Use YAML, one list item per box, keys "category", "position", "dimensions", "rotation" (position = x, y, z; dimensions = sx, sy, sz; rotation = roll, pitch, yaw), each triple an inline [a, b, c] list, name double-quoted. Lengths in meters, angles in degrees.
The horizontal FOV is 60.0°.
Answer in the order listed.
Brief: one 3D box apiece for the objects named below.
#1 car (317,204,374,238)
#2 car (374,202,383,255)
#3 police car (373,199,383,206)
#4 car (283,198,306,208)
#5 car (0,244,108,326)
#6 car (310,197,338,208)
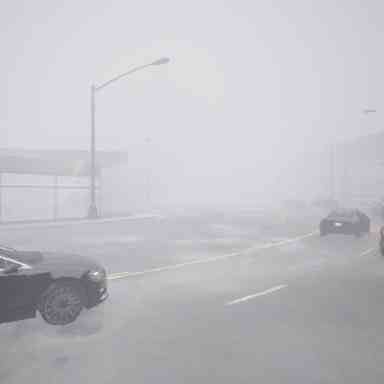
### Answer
- category: "car"
  position: [8.290, 1.564, 17.916]
  dimensions: [1.994, 1.385, 4.181]
  rotation: [0, 0, 35]
- category: "car"
  position: [8.624, 1.352, 12.528]
  dimensions: [2.097, 1.767, 4.553]
  rotation: [0, 0, 40]
- category: "police car"
  position: [16.894, 1.425, 28.708]
  dimensions: [1.930, 1.638, 5.238]
  rotation: [0, 0, 17]
- category: "car"
  position: [14.510, 1.563, 47.491]
  dimensions: [1.994, 1.385, 4.181]
  rotation: [0, 0, -7]
- category: "car"
  position: [-3.879, 1.491, 5.433]
  dimensions: [4.902, 1.511, 2.128]
  rotation: [0, 0, -35]
- category: "car"
  position: [18.215, 1.477, 46.157]
  dimensions: [1.882, 1.535, 5.008]
  rotation: [0, 0, -6]
